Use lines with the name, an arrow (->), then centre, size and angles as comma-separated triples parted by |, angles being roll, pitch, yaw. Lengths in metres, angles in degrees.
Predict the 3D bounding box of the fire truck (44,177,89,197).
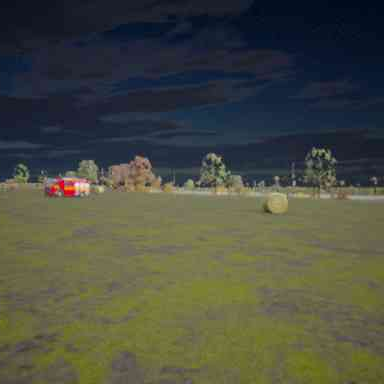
fire truck -> -24.538, -0.904, 65.549 | 2.891, 3.827, 8.468 | 1, 0, 35
